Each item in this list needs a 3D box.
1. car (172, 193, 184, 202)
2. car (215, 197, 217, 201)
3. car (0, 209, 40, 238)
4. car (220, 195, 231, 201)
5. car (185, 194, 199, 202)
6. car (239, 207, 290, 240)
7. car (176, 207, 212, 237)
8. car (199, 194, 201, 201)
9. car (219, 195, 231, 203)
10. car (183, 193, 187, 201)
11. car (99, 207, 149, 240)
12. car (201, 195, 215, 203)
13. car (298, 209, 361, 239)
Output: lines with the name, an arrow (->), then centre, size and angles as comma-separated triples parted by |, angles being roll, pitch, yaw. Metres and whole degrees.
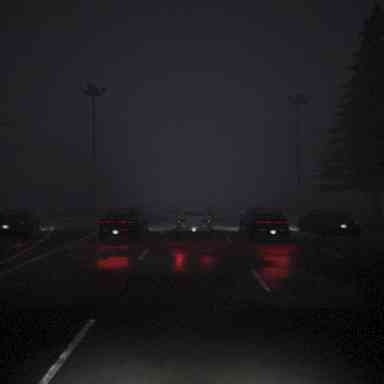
car -> -3.464, 1.615, 74.768 | 1.994, 1.385, 4.181 | 0, 0, 2
car -> 4.867, 1.522, 83.597 | 1.895, 1.301, 4.718 | 0, 0, 17
car -> -9.230, 1.579, 17.329 | 1.994, 1.385, 4.181 | 0, 0, -17
car -> 8.484, 1.548, 83.548 | 1.812, 1.442, 4.674 | 0, 0, 17
car -> 0.030, 1.655, 74.291 | 1.895, 1.301, 4.718 | 0, 0, 2
car -> 3.601, 1.520, 17.171 | 1.837, 1.490, 4.892 | 0, 0, 0
car -> 0.087, 1.541, 18.107 | 1.812, 1.442, 4.674 | 0, 0, 0
car -> 1.447, 1.279, 84.358 | 2.097, 1.767, 4.553 | 0, 0, 17
car -> 7.018, 1.585, 73.687 | 1.812, 1.442, 4.674 | 0, 0, 2
car -> -2.124, 1.291, 84.463 | 2.150, 2.045, 5.566 | 0, 0, 17
car -> -3.399, 1.520, 17.161 | 1.837, 1.490, 4.892 | 0, 0, 0
car -> 3.517, 1.415, 73.629 | 2.097, 1.767, 4.553 | 0, 0, 2
car -> 7.100, 1.579, 17.582 | 1.994, 1.385, 4.181 | 0, 0, 0
